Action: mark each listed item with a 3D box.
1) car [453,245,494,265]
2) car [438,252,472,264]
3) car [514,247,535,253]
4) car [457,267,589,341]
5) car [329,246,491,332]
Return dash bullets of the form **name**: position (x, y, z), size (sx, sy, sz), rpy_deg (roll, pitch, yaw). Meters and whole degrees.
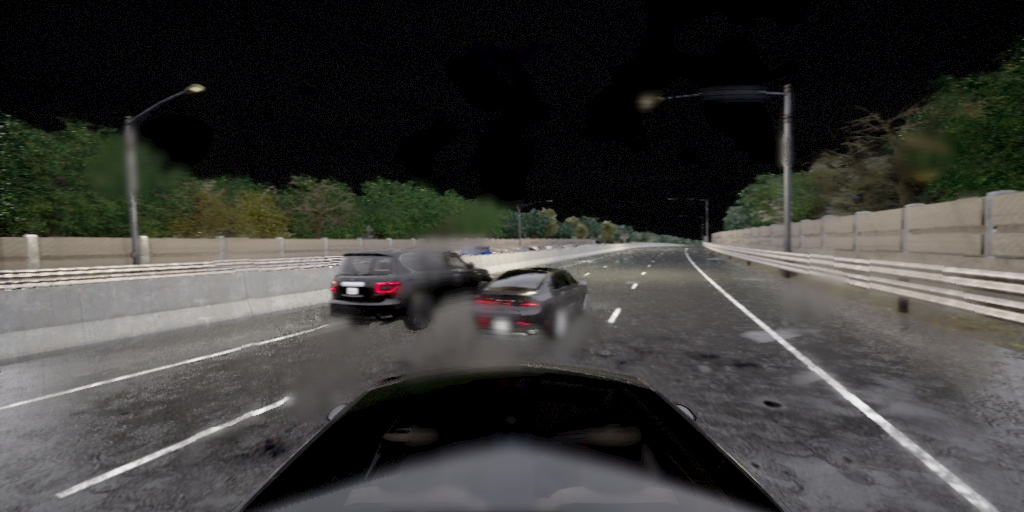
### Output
- **car**: position (-4.392, -0.161, 41.971), size (2.150, 2.045, 5.566), rpy_deg (-1, 2, 24)
- **car**: position (-6.999, 0.193, 44.696), size (1.895, 1.301, 4.718), rpy_deg (-1, 2, 24)
- **car**: position (1.618, -0.340, 46.745), size (2.097, 1.767, 4.553), rpy_deg (-1, 2, 25)
- **car**: position (0.729, 1.035, 9.255), size (1.837, 1.490, 4.892), rpy_deg (-1, 2, 23)
- **car**: position (-2.540, 0.786, 10.525), size (2.150, 2.045, 5.566), rpy_deg (-1, 2, 23)
